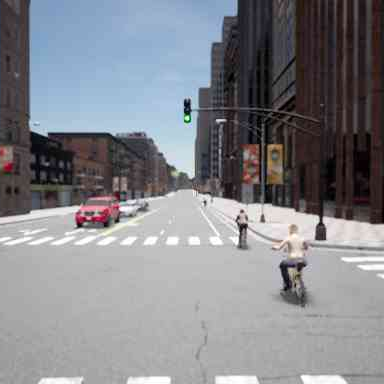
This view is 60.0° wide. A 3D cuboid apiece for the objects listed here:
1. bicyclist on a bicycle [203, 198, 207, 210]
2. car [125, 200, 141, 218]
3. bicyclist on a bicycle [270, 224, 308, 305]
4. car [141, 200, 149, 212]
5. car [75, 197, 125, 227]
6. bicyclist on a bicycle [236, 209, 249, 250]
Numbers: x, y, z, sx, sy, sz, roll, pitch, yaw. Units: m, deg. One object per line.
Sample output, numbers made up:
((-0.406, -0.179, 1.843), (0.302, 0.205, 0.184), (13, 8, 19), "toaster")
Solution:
((1.913, 1.777, 48.619), (0.659, 1.776, 1.843), (0, 0, 0), "bicyclist on a bicycle")
((-6.813, 1.802, 34.236), (1.812, 1.442, 4.674), (0, 0, 0), "car")
((2.213, 1.506, 7.350), (0.866, 1.612, 1.509), (0, 0, 0), "bicyclist on a bicycle")
((-6.863, 1.852, 44.603), (2.128, 1.511, 4.902), (0, 0, 0), "car")
((-6.765, 1.417, 24.574), (2.150, 2.045, 5.566), (0, 0, 0), "car")
((2.137, 1.563, 14.045), (0.582, 1.620, 1.656), (0, -1, 0), "bicyclist on a bicycle")
